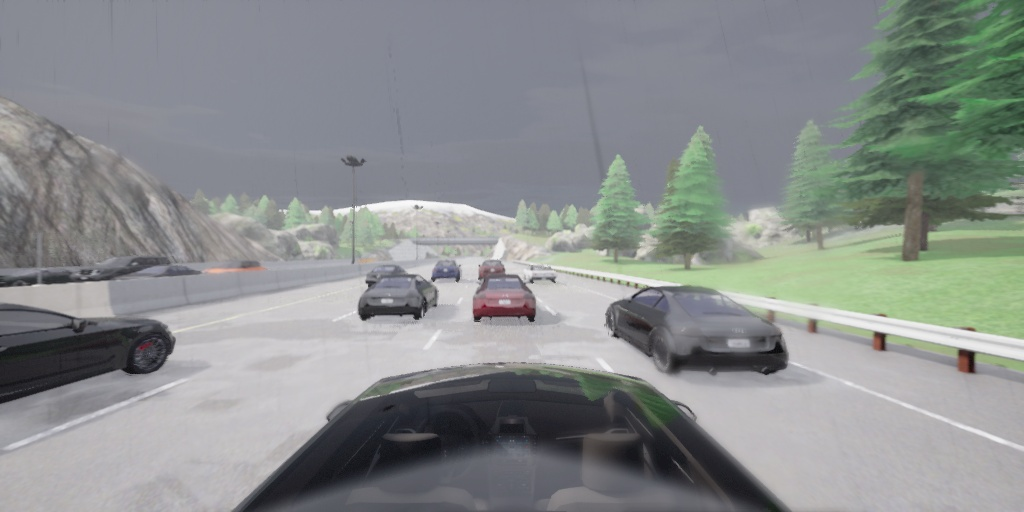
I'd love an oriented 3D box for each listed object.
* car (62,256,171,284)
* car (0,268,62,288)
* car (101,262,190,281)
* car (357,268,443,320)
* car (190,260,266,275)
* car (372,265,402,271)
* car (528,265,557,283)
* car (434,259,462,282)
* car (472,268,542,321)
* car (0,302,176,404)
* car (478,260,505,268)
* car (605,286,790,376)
[{"bbox_3d":[-25.997,1.000,24.334,2.150,2.045,5.566,0,0,-5],"label":"car"},{"bbox_3d":[-29.298,1.388,22.072,1.895,1.301,4.718,0,0,-5],"label":"car"},{"bbox_3d":[-22.362,1.317,23.063,2.033,1.411,5.357,0,0,-5],"label":"car"},{"bbox_3d":[-3.835,1.307,12.686,1.994,1.385,4.181,0,0,-3],"label":"car"},{"bbox_3d":[-18.986,1.112,24.571,2.097,1.767,4.553,0,0,-5],"label":"car"},{"bbox_3d":[-8.195,1.284,23.978,2.033,1.411,5.357,0,0,-5],"label":"car"},{"bbox_3d":[2.039,1.309,27.270,1.895,1.301,4.718,0,0,-5],"label":"car"},{"bbox_3d":[-5.154,1.074,28.922,2.097,1.767,4.553,0,0,-5],"label":"car"},{"bbox_3d":[-0.316,1.299,12.387,1.994,1.385,4.181,0,0,-3],"label":"car"},{"bbox_3d":[-6.999,1.288,4.517,1.812,1.442,4.674,0,0,0],"label":"car"},{"bbox_3d":[-1.620,1.066,28.723,2.097,1.767,4.553,0,0,-5],"label":"car"},{"bbox_3d":[3.401,1.298,7.475,1.994,1.385,4.181,0,0,-2],"label":"car"}]
